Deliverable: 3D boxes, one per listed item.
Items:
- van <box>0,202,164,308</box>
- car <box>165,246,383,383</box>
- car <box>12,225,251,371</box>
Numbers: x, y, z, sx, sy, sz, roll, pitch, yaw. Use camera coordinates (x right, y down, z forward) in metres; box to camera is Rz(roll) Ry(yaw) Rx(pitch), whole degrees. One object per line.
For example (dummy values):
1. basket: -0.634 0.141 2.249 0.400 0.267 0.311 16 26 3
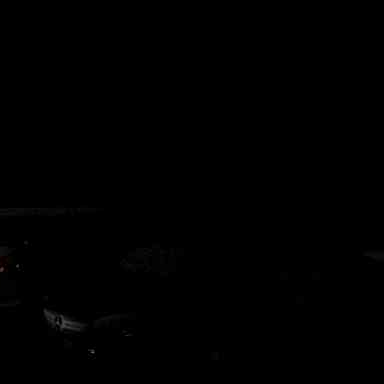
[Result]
1. van: -2.574 1.266 7.444 1.878 1.987 4.442 0 1 35
2. car: 1.944 1.524 4.378 2.002 1.452 4.674 0 0 36
3. car: -0.323 1.527 5.996 2.002 1.452 4.674 0 0 36
